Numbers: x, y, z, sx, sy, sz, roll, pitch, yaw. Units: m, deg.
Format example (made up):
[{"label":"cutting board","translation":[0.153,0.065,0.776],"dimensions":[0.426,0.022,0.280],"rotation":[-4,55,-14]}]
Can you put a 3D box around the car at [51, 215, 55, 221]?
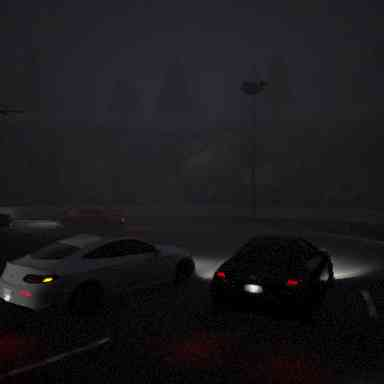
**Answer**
[{"label":"car","translation":[-9.501,2.071,29.307],"dimensions":[5.357,1.411,2.033],"rotation":[0,-1,3]}]

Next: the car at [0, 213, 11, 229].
[{"label":"car","translation":[-14.370,1.900,21.329],"dimensions":[4.892,1.490,1.837],"rotation":[0,-3,-20]}]

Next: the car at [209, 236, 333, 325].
[{"label":"car","translation":[1.999,1.695,7.611],"dimensions":[1.994,1.385,4.181],"rotation":[0,-1,27]}]

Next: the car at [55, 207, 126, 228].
[{"label":"car","translation":[-7.545,1.932,25.464],"dimensions":[5.008,1.535,1.882],"rotation":[0,-2,15]}]

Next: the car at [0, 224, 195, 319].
[{"label":"car","translation":[-1.855,1.666,7.751],"dimensions":[1.812,1.442,4.674],"rotation":[0,-1,38]}]
